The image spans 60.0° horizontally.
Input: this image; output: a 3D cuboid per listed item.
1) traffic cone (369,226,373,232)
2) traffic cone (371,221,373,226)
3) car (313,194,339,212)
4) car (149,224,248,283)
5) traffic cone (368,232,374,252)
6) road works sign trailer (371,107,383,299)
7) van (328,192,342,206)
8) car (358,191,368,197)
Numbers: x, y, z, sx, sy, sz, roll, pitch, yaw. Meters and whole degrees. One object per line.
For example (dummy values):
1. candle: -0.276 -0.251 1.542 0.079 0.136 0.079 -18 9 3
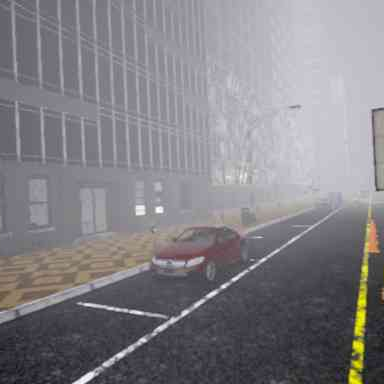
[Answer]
1. traffic cone: 7.317 1.770 13.470 0.340 0.580 0.340 -3 -1 28
2. traffic cone: 8.266 1.746 15.229 0.340 0.580 0.340 -3 -1 28
3. car: 13.926 1.291 35.053 2.008 1.369 4.403 -3 -1 28
4. car: 0.416 1.666 10.004 1.802 1.307 4.206 -3 -1 28
5. traffic cone: 6.367 1.794 11.710 0.340 0.580 0.340 -3 -1 28
6. road works sign trailer: 4.099 0.333 4.959 2.380 3.560 2.880 -3 -1 28
7. van: 19.322 0.935 45.075 1.690 1.788 3.998 -3 -1 28
8. car: 39.454 0.475 76.730 1.837 1.490 4.892 -3 -1 28
